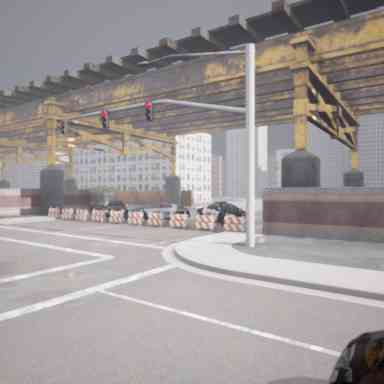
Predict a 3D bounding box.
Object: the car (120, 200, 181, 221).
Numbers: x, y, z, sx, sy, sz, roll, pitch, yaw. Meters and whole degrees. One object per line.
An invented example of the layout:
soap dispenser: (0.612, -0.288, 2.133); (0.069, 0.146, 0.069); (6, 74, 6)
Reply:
car: (-2.627, 1.441, 25.356); (4.974, 1.542, 2.038); (0, 0, -1)

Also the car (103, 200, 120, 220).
car: (-6.381, 1.437, 28.028); (2.038, 1.542, 4.974); (0, 0, -11)

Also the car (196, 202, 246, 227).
car: (2.197, 1.444, 22.876); (2.038, 1.542, 4.974); (0, 0, -26)

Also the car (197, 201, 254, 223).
car: (2.175, 1.287, 22.923); (1.853, 1.218, 4.536); (0, 0, -26)

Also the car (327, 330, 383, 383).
car: (2.931, 1.565, 1.878); (4.181, 1.385, 1.994); (0, 0, 36)

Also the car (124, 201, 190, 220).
car: (-2.575, 1.283, 25.357); (4.536, 1.218, 1.853); (0, 0, -1)

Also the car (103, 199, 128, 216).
car: (-6.391, 1.280, 28.079); (1.853, 1.218, 4.536); (0, 0, -11)
